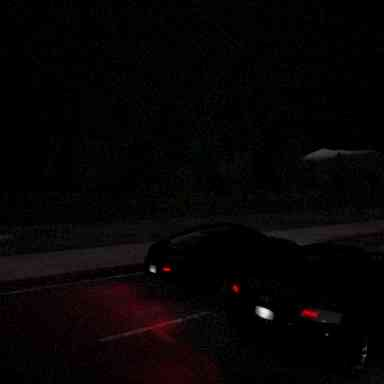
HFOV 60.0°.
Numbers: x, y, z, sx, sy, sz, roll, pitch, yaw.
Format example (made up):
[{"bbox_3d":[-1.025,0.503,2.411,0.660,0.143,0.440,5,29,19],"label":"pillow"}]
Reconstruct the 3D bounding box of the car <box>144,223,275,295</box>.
[{"bbox_3d":[1.000,1.551,8.755,4.674,1.442,1.812,0,0,-36],"label":"car"}]

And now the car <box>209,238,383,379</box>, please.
[{"bbox_3d":[2.592,1.587,5.589,4.181,1.385,1.994,0,0,-36],"label":"car"}]
